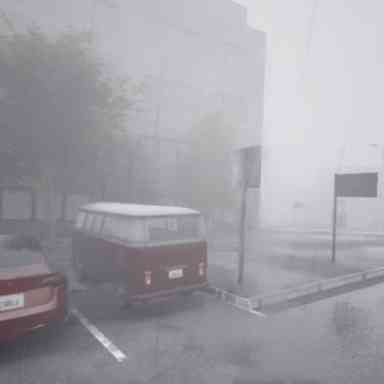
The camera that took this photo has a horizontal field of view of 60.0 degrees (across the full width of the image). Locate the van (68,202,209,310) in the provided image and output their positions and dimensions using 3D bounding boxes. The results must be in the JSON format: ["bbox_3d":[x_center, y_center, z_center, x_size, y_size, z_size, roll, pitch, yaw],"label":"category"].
[{"bbox_3d":[-1.560,1.270,7.998,1.878,1.987,4.442,0,0,-36],"label":"van"}]

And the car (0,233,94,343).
[{"bbox_3d":[-3.778,1.509,6.308,2.163,1.488,4.792,0,0,-36],"label":"car"}]
